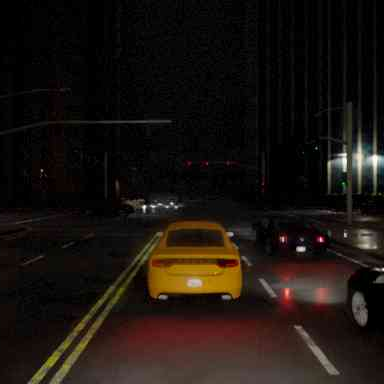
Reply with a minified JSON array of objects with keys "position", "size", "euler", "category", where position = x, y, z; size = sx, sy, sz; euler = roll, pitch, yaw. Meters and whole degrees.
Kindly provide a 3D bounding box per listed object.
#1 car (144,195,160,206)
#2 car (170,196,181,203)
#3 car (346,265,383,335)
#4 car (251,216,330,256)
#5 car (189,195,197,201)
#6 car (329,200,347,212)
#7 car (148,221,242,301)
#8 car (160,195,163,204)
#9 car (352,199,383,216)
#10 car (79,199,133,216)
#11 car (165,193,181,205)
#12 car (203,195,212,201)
[{"position":[-6.957,1.488,56.071],"size":[1.837,1.490,4.892],"euler":[0,0,0],"category":"car"},{"position":[-3.350,1.543,68.376],"size":[1.994,1.385,4.181],"euler":[0,0,1],"category":"car"},{"position":[3.609,1.503,3.912],"size":[1.837,1.490,4.892],"euler":[0,0,0],"category":"car"},{"position":[3.612,1.597,13.183],"size":[1.895,1.301,4.718],"euler":[0,0,0],"category":"car"},{"position":[0.186,1.343,80.118],"size":[1.994,1.385,4.181],"euler":[0,0,0],"category":"car"},{"position":[19.011,1.536,38.890],"size":[5.357,1.411,2.033],"euler":[0,0,0],"category":"car"},{"position":[0.074,1.475,8.423],"size":[1.882,1.535,5.008],"euler":[0,0,1],"category":"car"},{"position":[-6.887,1.332,65.258],"size":[2.097,1.767,4.553],"euler":[0,0,1],"category":"car"},{"position":[18.198,1.516,31.683],"size":[4.674,1.442,1.812],"euler":[0,0,0],"category":"car"},{"position":[-8.084,1.468,31.479],"size":[5.008,1.535,1.882],"euler":[0,0,0],"category":"car"},{"position":[-3.435,1.204,59.016],"size":[2.150,2.045,5.566],"euler":[0,0,0],"category":"car"},{"position":[3.684,1.405,79.570],"size":[1.837,1.490,4.892],"euler":[0,0,0],"category":"car"}]
